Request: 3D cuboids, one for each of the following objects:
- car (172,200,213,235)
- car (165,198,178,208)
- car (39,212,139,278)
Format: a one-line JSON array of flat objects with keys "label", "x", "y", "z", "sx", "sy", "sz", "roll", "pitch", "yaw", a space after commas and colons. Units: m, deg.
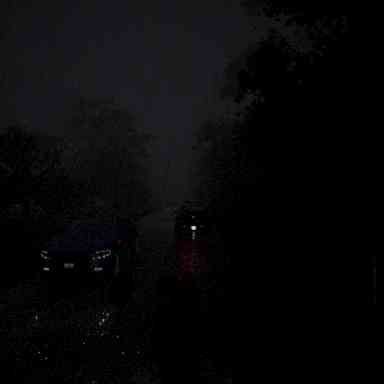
[{"label": "car", "x": 0.072, "y": 1.427, "z": 18.092, "sx": 1.837, "sy": 1.490, "sz": 4.892, "roll": 0, "pitch": 0, "yaw": 0}, {"label": "car", "x": -3.028, "y": 1.685, "z": 51.522, "sx": 2.033, "sy": 1.411, "sz": 5.357, "roll": 0, "pitch": -1, "yaw": 0}, {"label": "car", "x": -2.860, "y": 1.428, "z": 10.221, "sx": 1.882, "sy": 1.535, "sz": 5.008, "roll": 0, "pitch": 0, "yaw": 0}]
